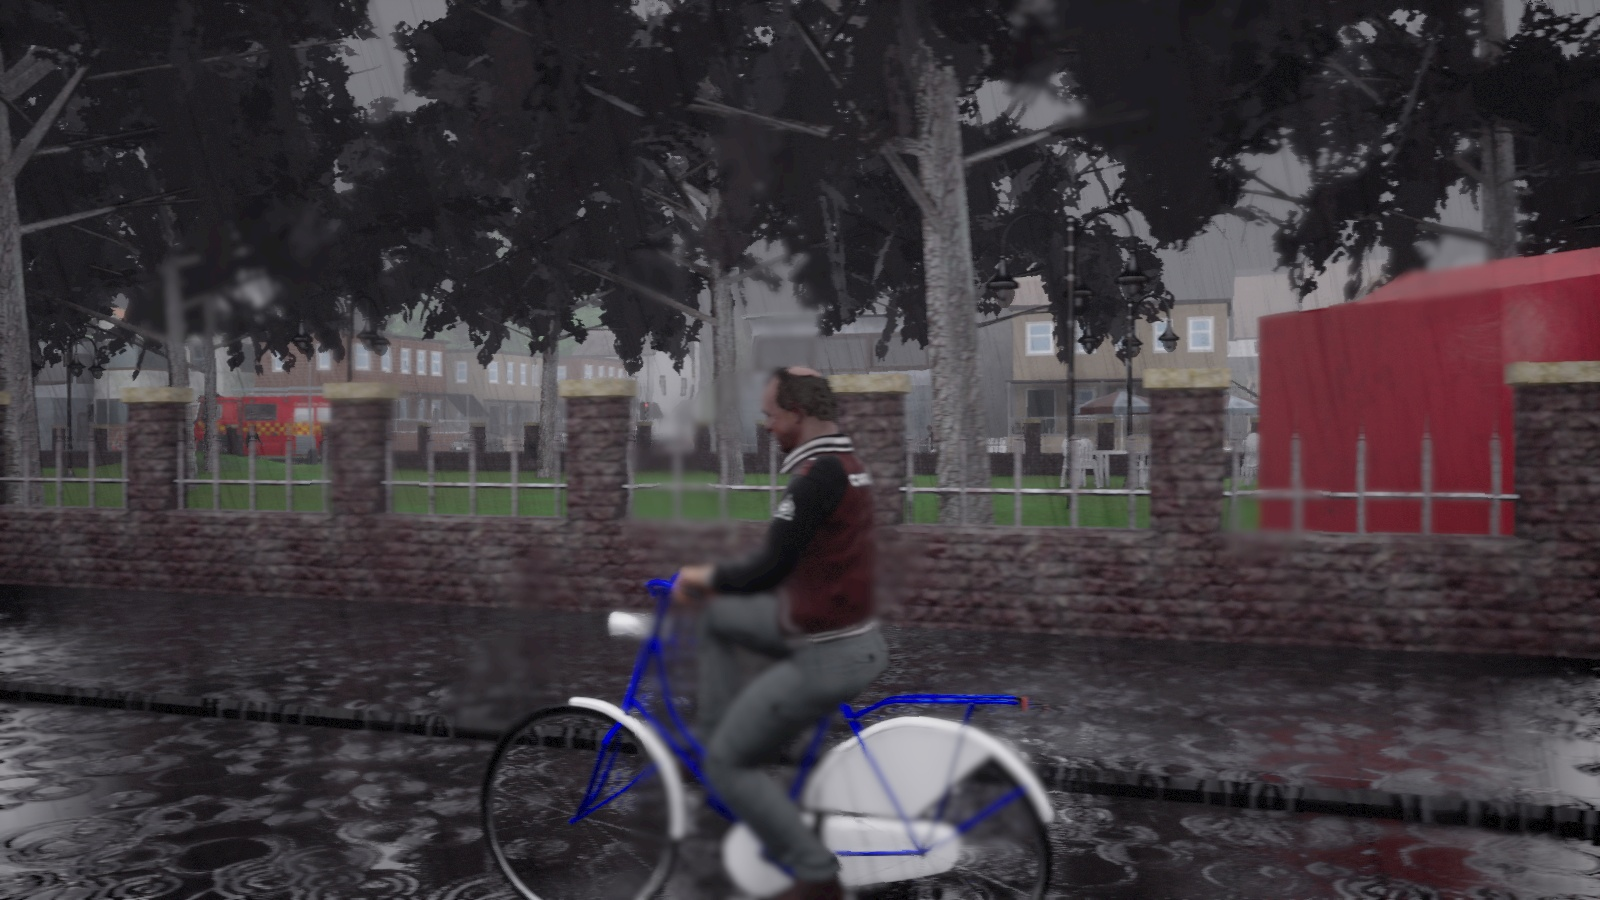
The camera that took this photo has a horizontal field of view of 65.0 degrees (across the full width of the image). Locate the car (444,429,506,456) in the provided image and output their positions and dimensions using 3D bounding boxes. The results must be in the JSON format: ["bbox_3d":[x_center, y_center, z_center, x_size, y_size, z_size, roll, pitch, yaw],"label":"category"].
[{"bbox_3d":[-19.105,-0.450,73.907,1.789,1.549,3.705,1,1,19],"label":"car"}]

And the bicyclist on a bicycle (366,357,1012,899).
[{"bbox_3d":[-0.338,0.634,3.833,1.843,1.776,0.659,1,1,19],"label":"bicyclist on a bicycle"}]

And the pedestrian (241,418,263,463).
[{"bbox_3d":[-23.478,-0.413,53.772,0.788,1.949,0.423,1,1,19],"label":"pedestrian"}]

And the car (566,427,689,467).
[{"bbox_3d":[-7.394,-0.136,53.973,4.856,1.649,2.033,1,1,18],"label":"car"}]

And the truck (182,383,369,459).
[{"bbox_3d":[-26.888,-1.476,64.737,8.468,3.827,2.891,0,1,-10],"label":"truck"}]
